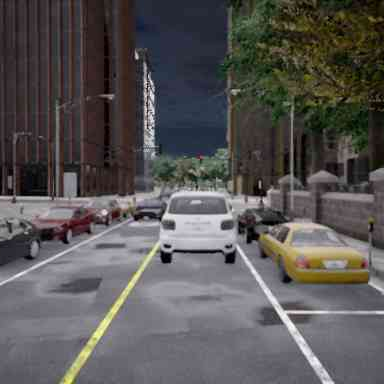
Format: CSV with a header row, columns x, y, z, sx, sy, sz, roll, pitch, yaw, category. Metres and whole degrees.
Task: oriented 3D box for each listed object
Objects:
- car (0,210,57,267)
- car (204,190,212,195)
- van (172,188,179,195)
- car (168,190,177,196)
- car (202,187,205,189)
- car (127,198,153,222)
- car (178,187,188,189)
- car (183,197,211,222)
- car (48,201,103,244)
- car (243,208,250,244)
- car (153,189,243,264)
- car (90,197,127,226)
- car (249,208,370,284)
x,y,z,sx,sy,sz,roll,pitch,yaw,category
-5.631,1.395,8.912,2.008,1.369,4.403,0,1,1,car
4.011,0.122,84.296,1.887,1.381,4.507,0,1,1,car
-4.433,-0.175,89.855,1.690,1.788,3.998,0,1,1,van
-4.596,0.192,78.816,1.752,1.417,4.829,0,1,1,car
3.930,0.211,78.860,1.887,1.381,4.507,0,1,1,car
-2.708,1.154,22.840,2.033,1.411,5.357,0,1,1,car
-1.856,-0.083,77.273,2.150,2.045,5.566,0,1,1,car
0.373,1.120,23.519,1.812,1.442,4.674,0,1,1,car
-5.551,1.295,14.368,1.887,1.381,4.507,0,1,1,car
2.974,1.319,14.244,1.947,1.339,4.313,0,1,1,car
0.215,1.019,11.250,2.150,2.045,5.566,0,0,1,car
-5.470,1.097,19.822,1.967,1.590,4.097,0,1,1,car
2.896,1.369,8.958,1.752,1.417,4.829,0,1,1,car
